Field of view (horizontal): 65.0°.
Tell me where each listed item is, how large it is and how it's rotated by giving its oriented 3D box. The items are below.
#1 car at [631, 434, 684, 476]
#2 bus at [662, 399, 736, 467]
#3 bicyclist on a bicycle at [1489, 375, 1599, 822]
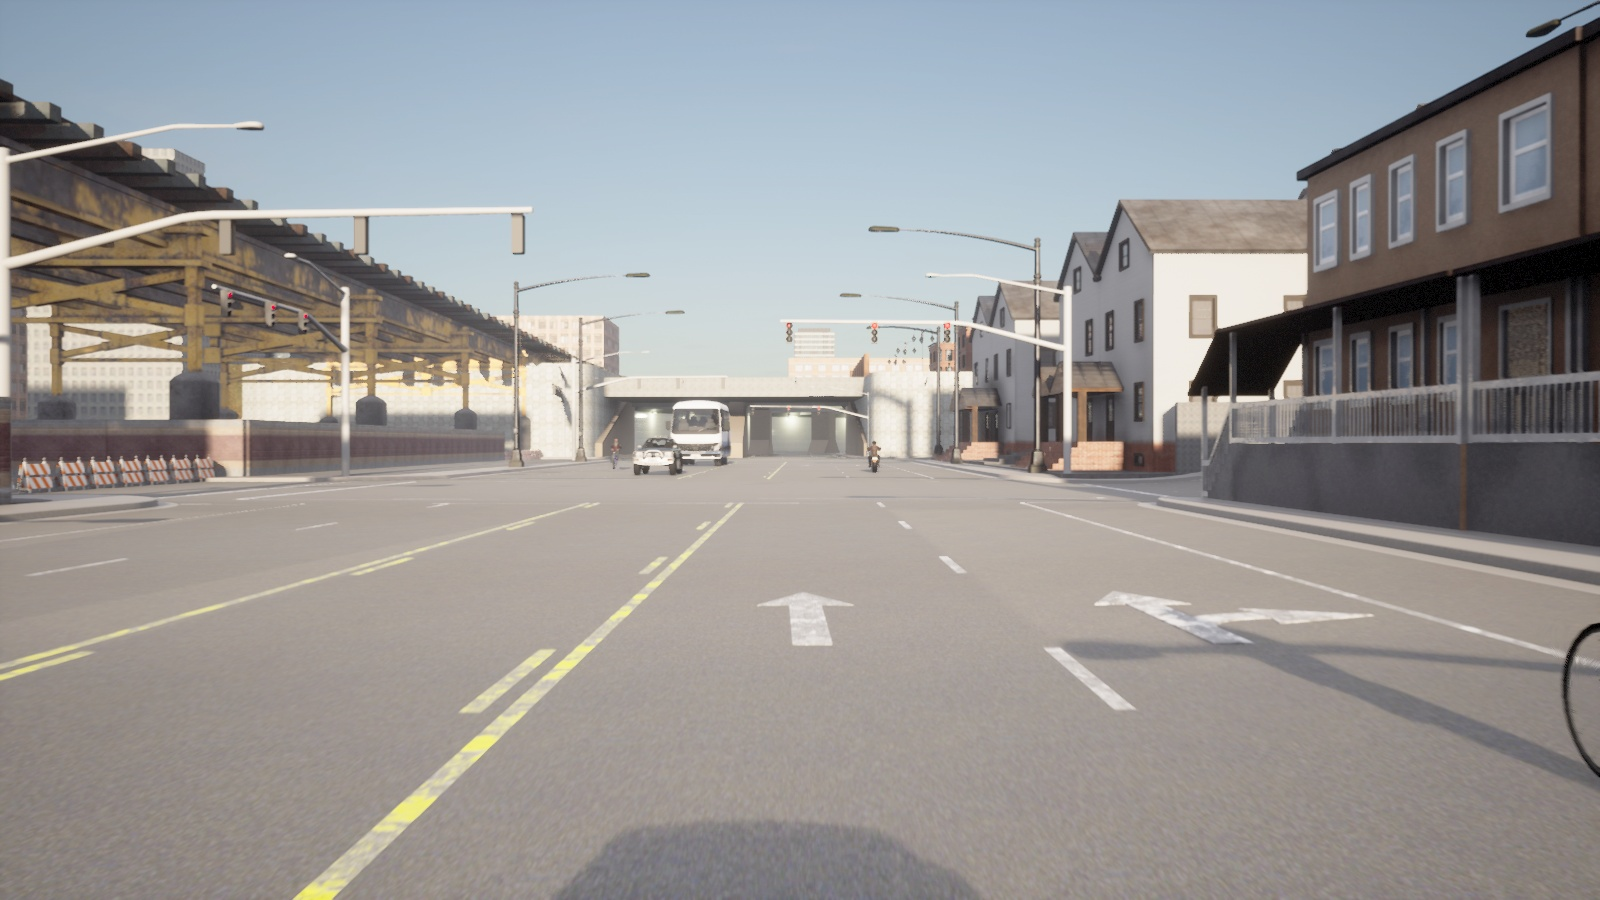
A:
[{"bbox_3d":[-6.646,0.221,58.991,1.932,1.855,4.605,0,0,1],"label":"car"},{"bbox_3d":[-6.501,-1.109,82.775,3.944,4.253,10.273,0,1,1],"label":"bus"},{"bbox_3d":[3.505,0.592,4.887,0.659,1.776,1.843,0,0,1],"label":"bicyclist on a bicycle"}]
